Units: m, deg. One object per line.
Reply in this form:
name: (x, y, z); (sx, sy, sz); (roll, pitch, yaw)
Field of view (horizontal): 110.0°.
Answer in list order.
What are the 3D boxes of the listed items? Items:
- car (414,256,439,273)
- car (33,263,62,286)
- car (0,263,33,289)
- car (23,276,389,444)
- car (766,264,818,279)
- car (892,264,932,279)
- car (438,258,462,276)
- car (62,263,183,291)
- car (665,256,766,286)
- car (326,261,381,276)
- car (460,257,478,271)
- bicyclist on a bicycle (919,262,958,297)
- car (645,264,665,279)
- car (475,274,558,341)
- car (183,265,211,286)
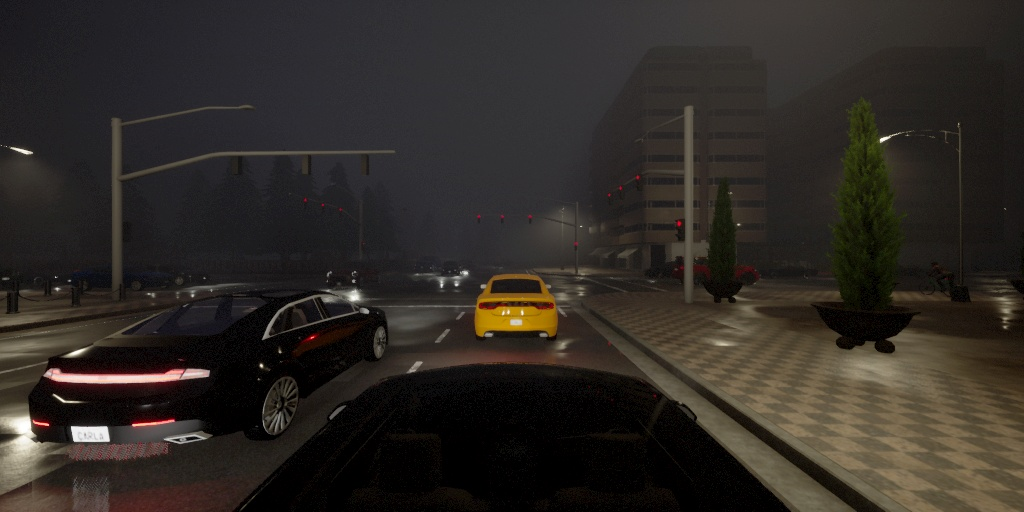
car: (-10.337, 0.972, 44.402); (2.150, 2.045, 5.566); (0, 0, 2)
car: (-33.757, 1.353, 25.194); (5.357, 1.411, 2.033); (0, 0, 0)
car: (-33.367, 1.027, 21.697); (5.566, 2.045, 2.150); (0, 0, 0)
car: (-3.423, 1.242, 5.354); (2.128, 1.511, 4.902); (0, 0, 1)
car: (24.726, 1.406, 32.545); (4.718, 1.301, 1.895); (0, 0, 0)
car: (34.925, 1.406, 32.563); (4.718, 1.301, 1.895); (0, 0, 0)
car: (-6.371, 1.274, 37.132); (1.837, 1.490, 4.892); (0, 1, -8)
car: (-23.432, 1.283, 21.721); (5.008, 1.535, 1.882); (0, 0, 0)
car: (14.230, 1.026, 25.316); (5.566, 2.045, 2.150); (0, 0, -1)
car: (-10.530, 1.121, 24.094); (2.097, 1.767, 4.553); (0, 0, 0)
car: (-6.550, 1.239, 50.349); (2.128, 1.511, 4.902); (0, 0, 5)
bicyclist on a bicycle: (20.288, 1.106, 17.051); (0.582, 1.620, 1.656); (0, 0, 0)
car: (14.649, 1.283, 32.520); (5.008, 1.535, 1.882); (0, 0, 0)
car: (0.107, 1.228, 9.936); (1.882, 1.535, 5.008); (0, 0, 0)
car: (-24.015, 1.310, 25.231); (4.892, 1.490, 1.837); (0, 0, 1)
